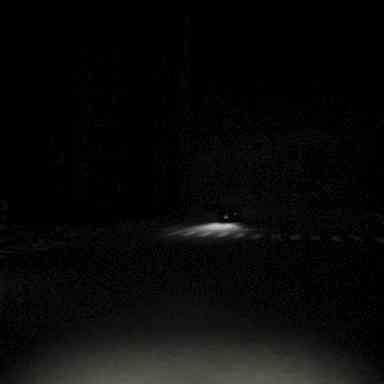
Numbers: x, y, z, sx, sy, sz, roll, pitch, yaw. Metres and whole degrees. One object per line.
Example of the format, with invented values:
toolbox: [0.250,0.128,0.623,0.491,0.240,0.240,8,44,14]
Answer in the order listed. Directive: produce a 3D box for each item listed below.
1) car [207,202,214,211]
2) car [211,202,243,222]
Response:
car: [4.232,2.337,53.502,2.033,1.411,5.357,0,-1,-24]
car: [3.580,1.926,30.660,2.128,1.511,4.902,-1,-1,16]
